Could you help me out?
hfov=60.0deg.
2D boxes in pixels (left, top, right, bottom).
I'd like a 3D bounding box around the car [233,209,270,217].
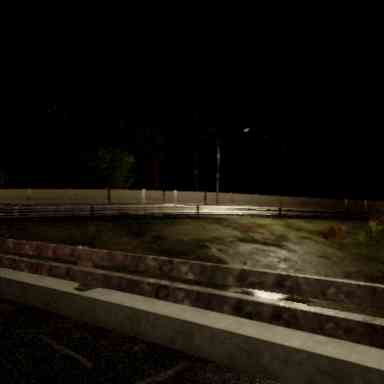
[{"bbox_3d":[7.623,2.493,42.981,4.718,1.301,1.895,3,-2,-24],"label":"car"}]
